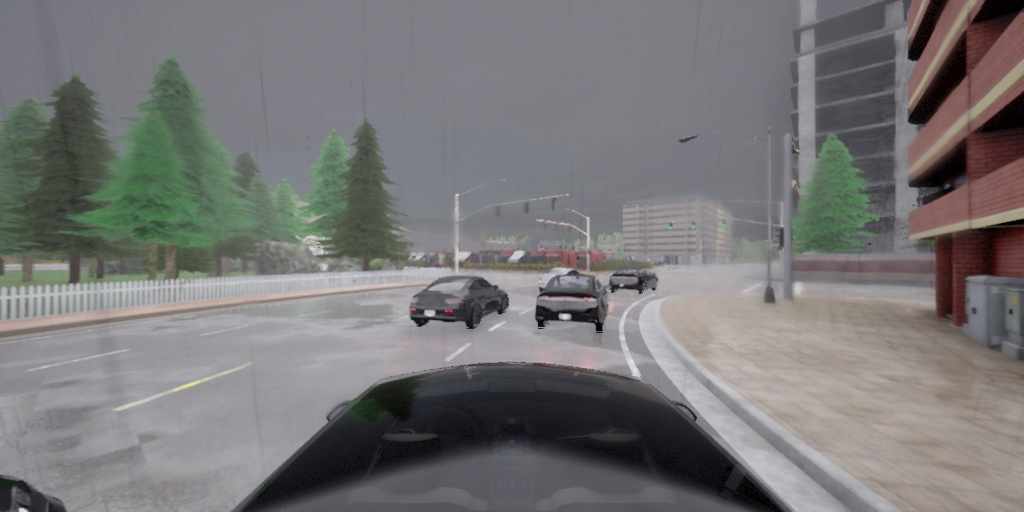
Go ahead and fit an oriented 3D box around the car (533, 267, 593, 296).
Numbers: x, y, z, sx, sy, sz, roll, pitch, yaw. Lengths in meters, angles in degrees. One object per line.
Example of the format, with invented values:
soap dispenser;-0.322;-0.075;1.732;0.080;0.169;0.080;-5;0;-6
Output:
car;3.198;1.434;21.656;1.812;1.442;4.674;0;-1;32

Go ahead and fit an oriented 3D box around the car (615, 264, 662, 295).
car;7.394;1.413;21.541;2.128;1.511;4.902;0;-1;35

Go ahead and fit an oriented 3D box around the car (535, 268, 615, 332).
car;2.028;1.320;11.292;2.128;1.511;4.902;0;0;17

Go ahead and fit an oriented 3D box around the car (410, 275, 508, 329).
car;-1.532;1.344;11.589;1.812;1.442;4.674;0;0;15
